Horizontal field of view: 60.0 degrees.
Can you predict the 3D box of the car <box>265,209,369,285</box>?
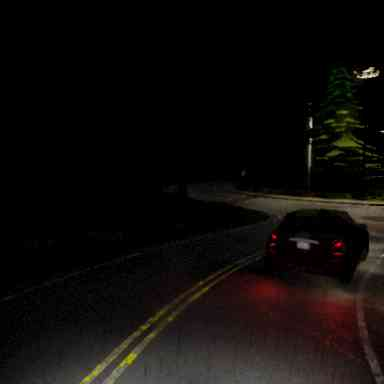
[{"bbox_3d":[3.884,1.276,9.876,2.097,1.767,4.553,3,3,33],"label":"car"}]
